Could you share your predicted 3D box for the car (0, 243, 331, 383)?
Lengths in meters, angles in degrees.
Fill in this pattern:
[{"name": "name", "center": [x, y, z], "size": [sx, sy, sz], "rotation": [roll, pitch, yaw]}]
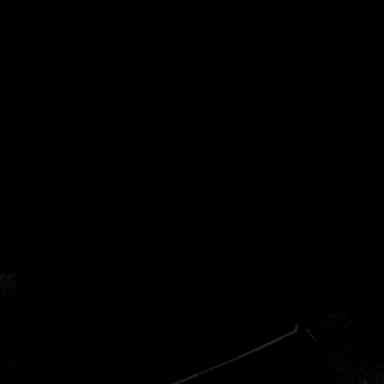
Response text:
[{"name": "car", "center": [-1.140, 1.347, 2.172], "size": [4.553, 1.767, 2.097], "rotation": [0, 0, -35]}]
